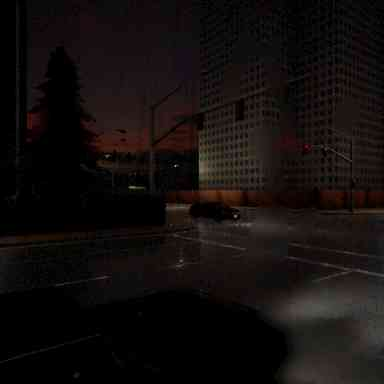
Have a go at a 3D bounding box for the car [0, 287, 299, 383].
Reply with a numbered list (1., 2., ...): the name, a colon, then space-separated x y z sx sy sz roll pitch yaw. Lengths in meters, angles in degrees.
1. car: -1.183 1.601 2.917 4.718 1.301 1.895 0 0 -37

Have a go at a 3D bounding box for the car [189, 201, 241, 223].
1. car: 1.709 1.493 26.011 2.128 1.511 4.902 0 0 -36
